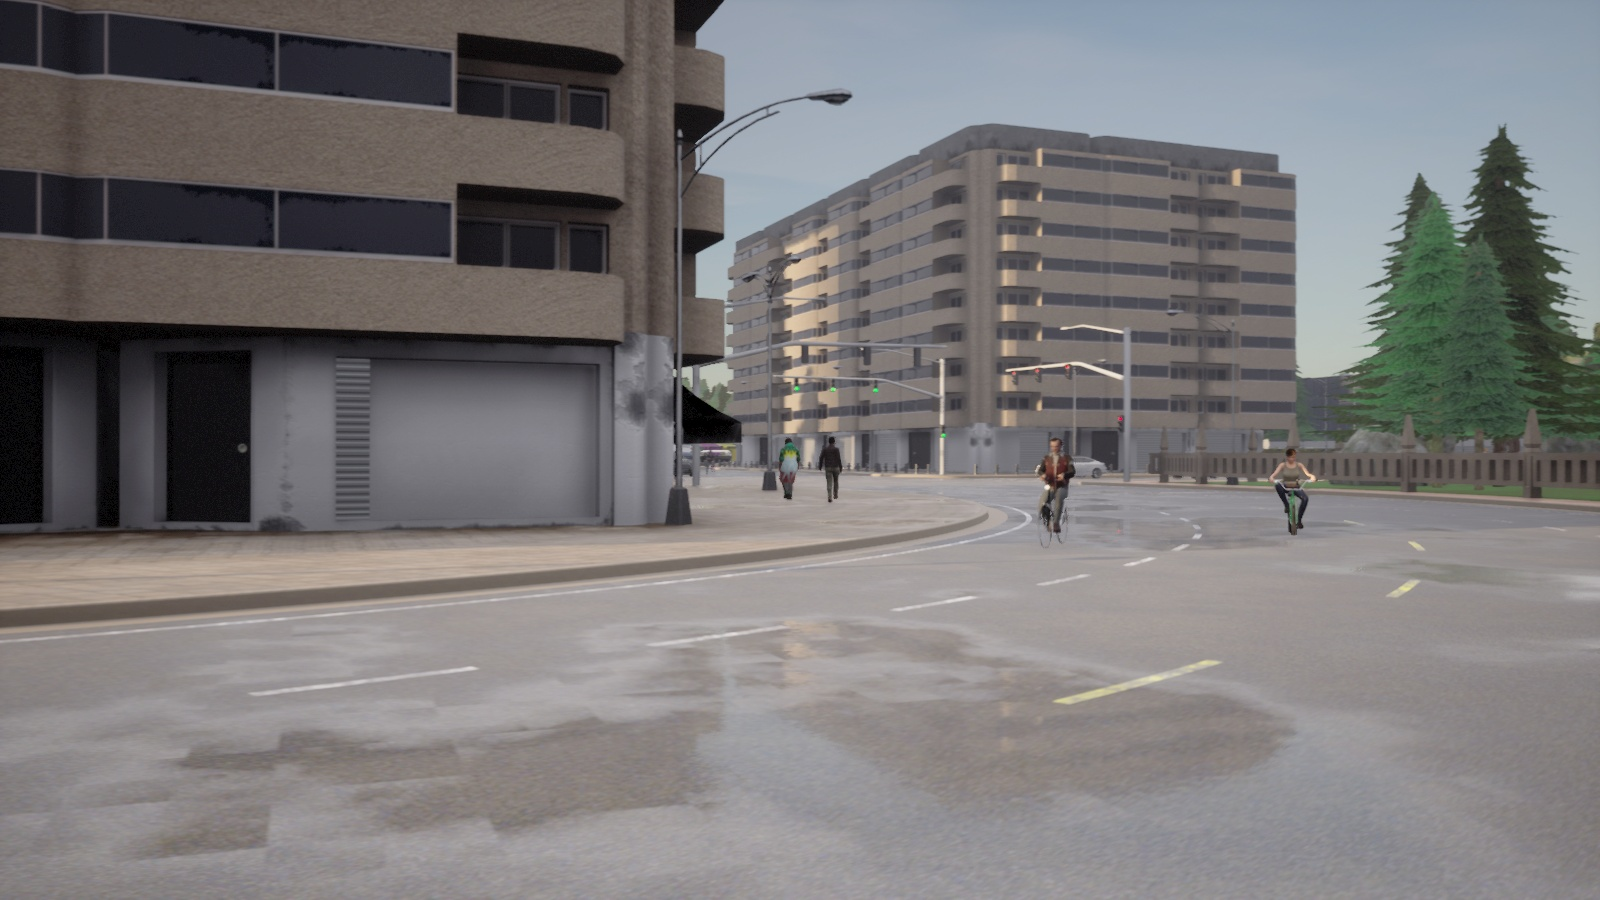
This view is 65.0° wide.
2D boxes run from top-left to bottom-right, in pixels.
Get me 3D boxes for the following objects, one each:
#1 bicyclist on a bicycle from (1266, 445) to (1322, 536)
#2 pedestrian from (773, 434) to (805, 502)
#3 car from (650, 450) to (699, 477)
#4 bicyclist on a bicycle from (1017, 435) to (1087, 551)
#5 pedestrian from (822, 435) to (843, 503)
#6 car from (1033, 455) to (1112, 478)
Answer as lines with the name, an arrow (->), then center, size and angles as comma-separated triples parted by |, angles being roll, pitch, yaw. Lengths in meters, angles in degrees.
bicyclist on a bicycle -> 9.149, 0.732, 23.303 | 0.866, 1.612, 1.509 | -1, 0, 18
pedestrian -> -0.335, 0.524, 37.005 | 0.659, 1.952, 0.873 | 0, 0, -22
car -> -8.336, 0.893, 83.212 | 2.097, 1.767, 4.553 | 0, 0, -21
bicyclist on a bicycle -> 4.060, 0.670, 20.164 | 0.659, 1.776, 1.843 | -1, -1, 25
pedestrian -> 0.895, 0.507, 34.402 | 0.431, 1.840, 0.703 | 0, 0, 12
car -> 17.294, 1.036, 79.673 | 4.674, 1.442, 1.812 | 0, 0, -21
